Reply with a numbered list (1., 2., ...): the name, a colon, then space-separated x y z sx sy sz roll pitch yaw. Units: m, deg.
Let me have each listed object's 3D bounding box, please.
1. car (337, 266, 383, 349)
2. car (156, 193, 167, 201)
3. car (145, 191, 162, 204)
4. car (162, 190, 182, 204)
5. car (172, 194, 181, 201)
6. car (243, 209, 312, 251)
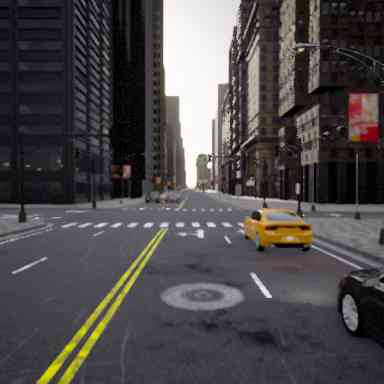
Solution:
1. car: 3.351 1.490 3.704 1.837 1.490 4.892 0 0 0
2. car: -6.477 1.093 71.480 1.882 1.535 5.008 0 0 0
3. car: -6.535 0.934 55.885 2.150 2.045 5.566 0 0 1
4. car: -3.289 1.064 55.782 2.097 1.767 4.553 0 0 0
5. car: -3.227 1.144 70.797 1.812 1.442 4.674 0 0 0
6. car: 3.355 1.420 13.856 1.882 1.535 5.008 0 0 0
